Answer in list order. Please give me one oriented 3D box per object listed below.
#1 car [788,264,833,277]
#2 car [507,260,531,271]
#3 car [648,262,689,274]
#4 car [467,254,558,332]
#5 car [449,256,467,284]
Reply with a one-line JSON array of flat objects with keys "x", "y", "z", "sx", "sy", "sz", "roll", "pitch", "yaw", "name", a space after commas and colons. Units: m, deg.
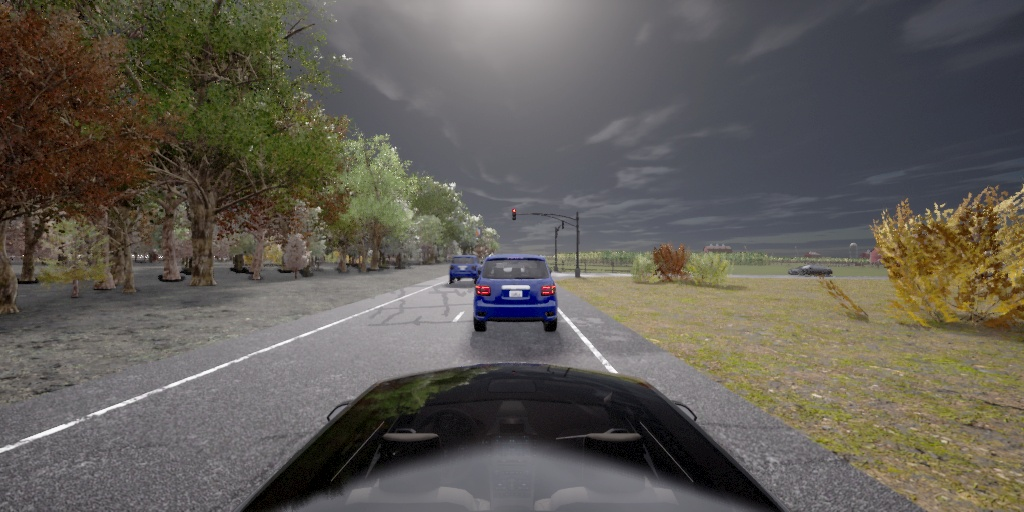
[{"x": 36.100, "y": 1.744, "z": 43.417, "sx": 4.674, "sy": 1.442, "sz": 1.812, "roll": 1, "pitch": -1, "yaw": 0, "name": "car"}, {"x": 0.944, "y": 1.337, "z": 52.111, "sx": 1.994, "sy": 1.385, "sz": 4.181, "roll": 0, "pitch": 0, "yaw": -21, "name": "car"}, {"x": 19.050, "y": 1.510, "z": 43.473, "sx": 5.008, "sy": 1.535, "sz": 1.882, "roll": 0, "pitch": -1, "yaw": 0, "name": "car"}, {"x": 0.088, "y": 0.977, "z": 11.049, "sx": 2.150, "sy": 2.045, "sz": 5.566, "roll": 0, "pitch": 0, "yaw": 0, "name": "car"}, {"x": -3.439, "y": 0.987, "z": 27.656, "sx": 2.150, "sy": 2.045, "sz": 5.566, "roll": 0, "pitch": 0, "yaw": 0, "name": "car"}]
